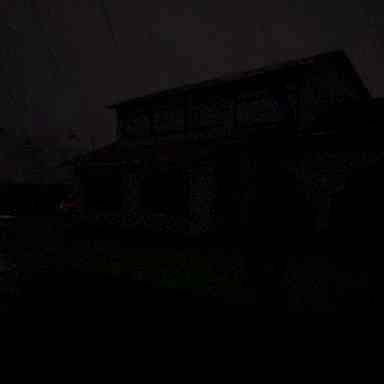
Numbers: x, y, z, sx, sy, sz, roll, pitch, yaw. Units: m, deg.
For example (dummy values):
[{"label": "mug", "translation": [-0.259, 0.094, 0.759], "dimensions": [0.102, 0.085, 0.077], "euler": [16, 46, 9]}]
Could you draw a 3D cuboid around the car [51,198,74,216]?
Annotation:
[{"label": "car", "translation": [-10.817, 1.352, 32.436], "dimensions": [2.097, 1.767, 4.553], "euler": [0, 0, 35]}]

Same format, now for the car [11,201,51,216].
[{"label": "car", "translation": [-15.554, 1.564, 33.025], "dimensions": [1.994, 1.385, 4.181], "euler": [0, 0, 35]}]
